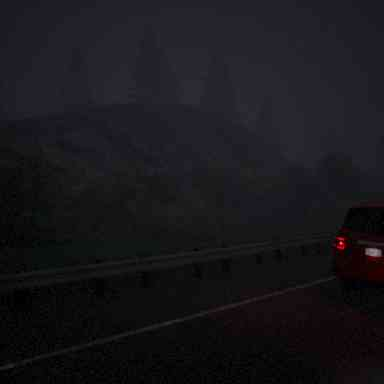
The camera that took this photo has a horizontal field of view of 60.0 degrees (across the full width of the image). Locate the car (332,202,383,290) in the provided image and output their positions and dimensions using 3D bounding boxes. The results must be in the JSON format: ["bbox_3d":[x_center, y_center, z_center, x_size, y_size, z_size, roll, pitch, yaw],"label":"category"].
[{"bbox_3d":[5.612,1.265,8.049,5.566,2.045,2.150,0,0,-38],"label":"car"}]
